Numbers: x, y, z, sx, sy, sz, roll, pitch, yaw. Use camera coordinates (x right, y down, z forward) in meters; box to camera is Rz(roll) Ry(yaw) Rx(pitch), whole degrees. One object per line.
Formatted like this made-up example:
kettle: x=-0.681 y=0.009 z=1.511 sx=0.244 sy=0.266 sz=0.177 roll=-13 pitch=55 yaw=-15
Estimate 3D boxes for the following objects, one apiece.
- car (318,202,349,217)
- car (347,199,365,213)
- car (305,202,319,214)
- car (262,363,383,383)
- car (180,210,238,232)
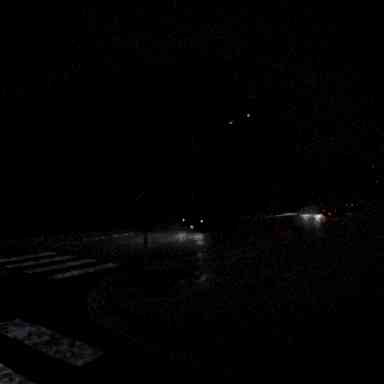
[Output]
car: x=17.151 y=2.242 z=40.104 sx=1.895 sy=1.301 sz=4.718 roll=1 pitch=-1 yaw=36
car: x=25.237 y=2.082 z=51.439 sx=2.150 sy=2.045 sz=5.566 roll=1 pitch=0 yaw=35
car: x=16.530 y=2.166 z=44.190 sx=1.837 sy=1.490 sz=4.892 roll=1 pitch=-1 yaw=36
car: x=2.144 y=1.537 z=1.259 sx=4.403 sy=1.369 sz=2.008 roll=-1 pitch=1 yaw=36
car: x=1.264 y=1.919 z=22.906 sx=1.895 sy=1.301 sz=4.718 roll=1 pitch=0 yaw=35
